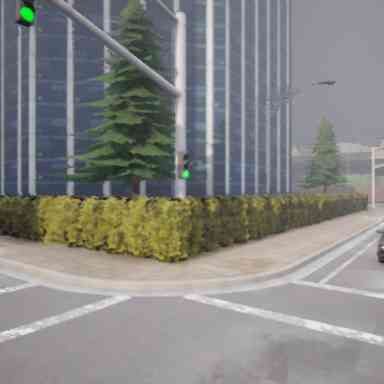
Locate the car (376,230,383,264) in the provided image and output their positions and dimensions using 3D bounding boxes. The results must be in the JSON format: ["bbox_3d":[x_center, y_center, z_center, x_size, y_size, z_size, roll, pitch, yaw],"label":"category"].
[{"bbox_3d":[7.577,1.546,11.442,2.033,1.411,5.357,0,0,34],"label":"car"}]
